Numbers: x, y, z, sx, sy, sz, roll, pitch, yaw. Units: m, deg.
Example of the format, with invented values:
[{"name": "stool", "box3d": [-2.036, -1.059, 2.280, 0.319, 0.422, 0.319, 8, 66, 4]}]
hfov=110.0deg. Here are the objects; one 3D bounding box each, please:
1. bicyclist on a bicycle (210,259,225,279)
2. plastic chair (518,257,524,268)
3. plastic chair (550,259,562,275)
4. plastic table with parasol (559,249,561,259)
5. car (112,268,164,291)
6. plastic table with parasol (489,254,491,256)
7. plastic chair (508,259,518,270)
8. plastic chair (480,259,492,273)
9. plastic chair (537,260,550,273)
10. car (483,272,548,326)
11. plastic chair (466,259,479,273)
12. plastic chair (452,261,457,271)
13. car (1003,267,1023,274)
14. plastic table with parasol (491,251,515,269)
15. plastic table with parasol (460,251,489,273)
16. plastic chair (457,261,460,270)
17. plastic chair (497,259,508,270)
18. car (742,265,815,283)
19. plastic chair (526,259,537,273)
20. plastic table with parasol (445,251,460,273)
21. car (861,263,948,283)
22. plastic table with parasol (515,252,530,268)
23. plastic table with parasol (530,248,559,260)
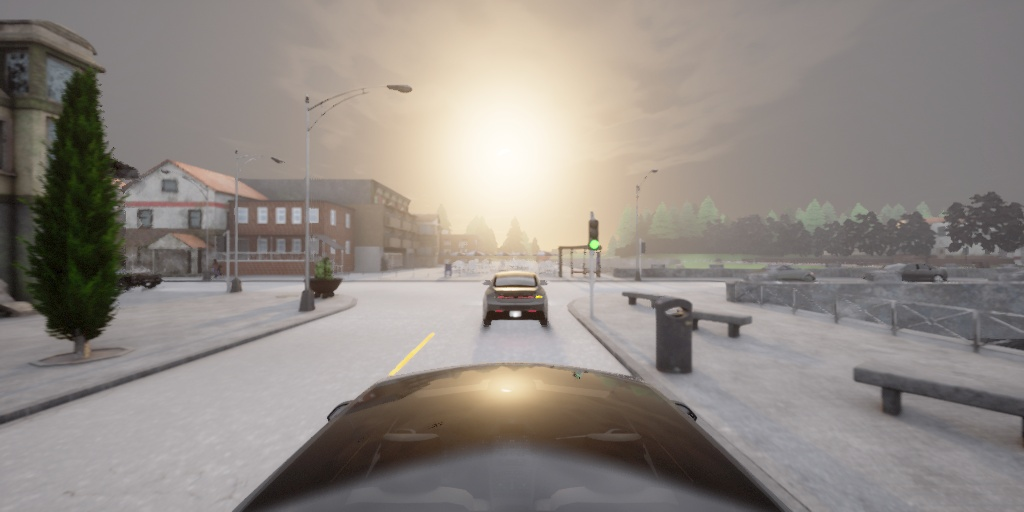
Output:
[{"name": "bicyclist on a bicycle", "box3d": [-24.190, 1.071, 29.353, 0.582, 1.620, 1.656, 0, 0, 0]}, {"name": "plastic chair", "box3d": [1.045, 1.226, 54.392, 0.750, 1.272, 0.730, 0, 0, -1]}, {"name": "plastic chair", "box3d": [4.841, 1.240, 40.060, 0.730, 1.272, 0.750, 0, 0, 0]}, {"name": "plastic table with parasol", "box3d": [4.991, 0.628, 48.860, 2.482, 2.480, 2.482, 0, 0, 0]}, {"name": "car", "box3d": [-23.464, 1.331, 20.955, 4.718, 1.301, 1.895, 0, 0, 0]}, {"name": "plastic table with parasol", "box3d": [-4.619, 0.614, 62.490, 2.482, 2.480, 2.482, 0, 0, 0]}, {"name": "plastic chair", "box3d": [0.141, 1.233, 47.860, 0.730, 1.272, 0.750, 0, 0, 0]}, {"name": "plastic chair", "box3d": [-2.959, 1.240, 40.860, 0.730, 1.272, 0.750, 0, 0, 0]}, {"name": "plastic chair", "box3d": [3.441, 1.242, 38.960, 0.750, 1.272, 0.730, 0, 0, 0]}, {"name": "car", "box3d": [0.112, 1.245, 11.662, 1.837, 1.490, 4.892, 0, 0, 0]}, {"name": "plastic chair", "box3d": [-4.359, 1.241, 39.760, 0.750, 1.272, 0.730, 0, 0, 0]}, {"name": "plastic chair", "box3d": [-7.055, 1.234, 46.391, 0.750, 1.272, 0.730, 0, 0, -1]}, {"name": "car", "box3d": [37.325, 1.290, 25.149, 4.181, 1.385, 1.994, 0, 0, 0]}, {"name": "plastic table with parasol", "box3d": [-1.209, 0.628, 47.960, 2.482, 2.480, 2.482, 0, 0, 0]}, {"name": "plastic table with parasol", "box3d": [-4.239, 0.636, 40.980, 2.482, 2.480, 2.482, 0, 0, 0]}, {"name": "plastic chair", "box3d": [-5.559, 1.239, 41.060, 0.730, 1.272, 0.750, 0, 0, 0]}, {"name": "plastic chair", "box3d": [-1.259, 1.234, 46.760, 0.750, 1.272, 0.730, 0, 0, 0]}, {"name": "car", "box3d": [18.645, 1.290, 25.163, 4.181, 1.385, 1.994, 0, 0, 0]}, {"name": "plastic chair", "box3d": [2.241, 1.240, 40.260, 0.730, 1.272, 0.750, 0, 0, 0]}, {"name": "plastic table with parasol", "box3d": [-7.129, 0.629, 47.570, 2.482, 2.480, 2.482, 0, 0, 0]}, {"name": "car", "box3d": [27.431, 1.231, 25.161, 4.892, 1.490, 1.837, 0, 0, 0]}, {"name": "plastic table with parasol", "box3d": [1.161, 0.621, 55.570, 2.482, 2.480, 2.482, 0, 0, 0]}, {"name": "plastic table with parasol", "box3d": [3.581, 0.636, 40.230, 2.482, 2.480, 2.482, 0, 0, 0]}]
